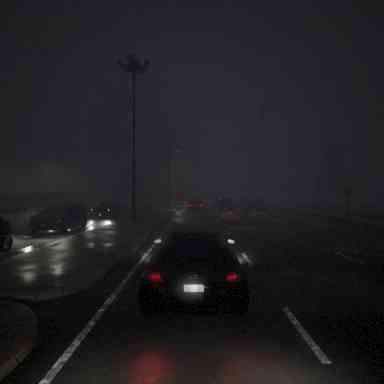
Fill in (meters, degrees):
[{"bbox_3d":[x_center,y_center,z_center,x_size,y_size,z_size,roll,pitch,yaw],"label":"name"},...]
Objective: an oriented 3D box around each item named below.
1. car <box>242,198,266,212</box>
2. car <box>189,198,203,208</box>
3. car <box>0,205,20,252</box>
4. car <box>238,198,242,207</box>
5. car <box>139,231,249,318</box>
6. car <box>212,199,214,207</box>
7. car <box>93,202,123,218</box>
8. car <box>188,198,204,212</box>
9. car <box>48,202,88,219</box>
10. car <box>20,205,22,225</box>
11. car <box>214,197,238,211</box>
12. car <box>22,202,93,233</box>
[{"bbox_3d":[7.462,1.478,39.229,1.882,1.535,5.008,0,0,1],"label":"car"},{"bbox_3d":[0.582,1.564,49.987,1.994,1.385,4.181,0,0,1],"label":"car"},{"bbox_3d":[-7.967,1.352,10.872,2.097,1.767,4.553,0,0,1],"label":"car"},{"bbox_3d":[7.578,1.564,49.714,1.994,1.385,4.181,0,0,1],"label":"car"},{"bbox_3d":[0.054,1.564,7.517,1.994,1.385,4.181,0,0,1],"label":"car"},{"bbox_3d":[4.090,1.491,50.174,2.128,1.511,4.902,0,0,1],"label":"car"},{"bbox_3d":[-7.663,1.601,30.007,1.895,1.301,4.718,0,0,1],"label":"car"},{"bbox_3d":[0.470,1.547,39.638,2.033,1.411,5.357,0,0,1],"label":"car"},{"bbox_3d":[-11.160,1.601,30.308,1.895,1.301,4.718,0,0,1],"label":"car"},{"bbox_3d":[-11.285,1.526,20.369,1.812,1.442,4.674,0,0,1],"label":"car"},{"bbox_3d":[3.977,1.505,39.847,1.837,1.490,4.892,0,0,1],"label":"car"},{"bbox_3d":[-7.790,1.478,19.918,1.882,1.535,5.008,0,0,1],"label":"car"}]
